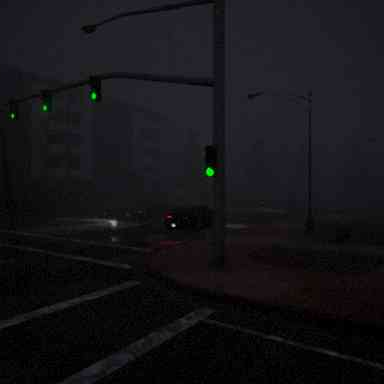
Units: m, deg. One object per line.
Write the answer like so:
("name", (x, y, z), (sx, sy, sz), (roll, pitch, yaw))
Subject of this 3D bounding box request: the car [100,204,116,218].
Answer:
("car", (-5.880, 1.525, 29.346), (1.812, 1.442, 4.674), (0, 0, 35))

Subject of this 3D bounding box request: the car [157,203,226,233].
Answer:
("car", (0.325, 1.526, 19.702), (1.837, 1.490, 4.892), (0, 0, 33))

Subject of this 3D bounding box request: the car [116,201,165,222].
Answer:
("car", (-3.369, 1.491, 26.831), (2.128, 1.511, 4.902), (0, 0, 34))

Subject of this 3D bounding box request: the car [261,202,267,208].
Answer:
("car", (12.088, 1.600, 47.063), (4.718, 1.301, 1.895), (0, 0, -30))

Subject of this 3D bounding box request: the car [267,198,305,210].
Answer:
("car", (12.538, 1.505, 43.259), (4.892, 1.490, 1.837), (0, -1, -31))
